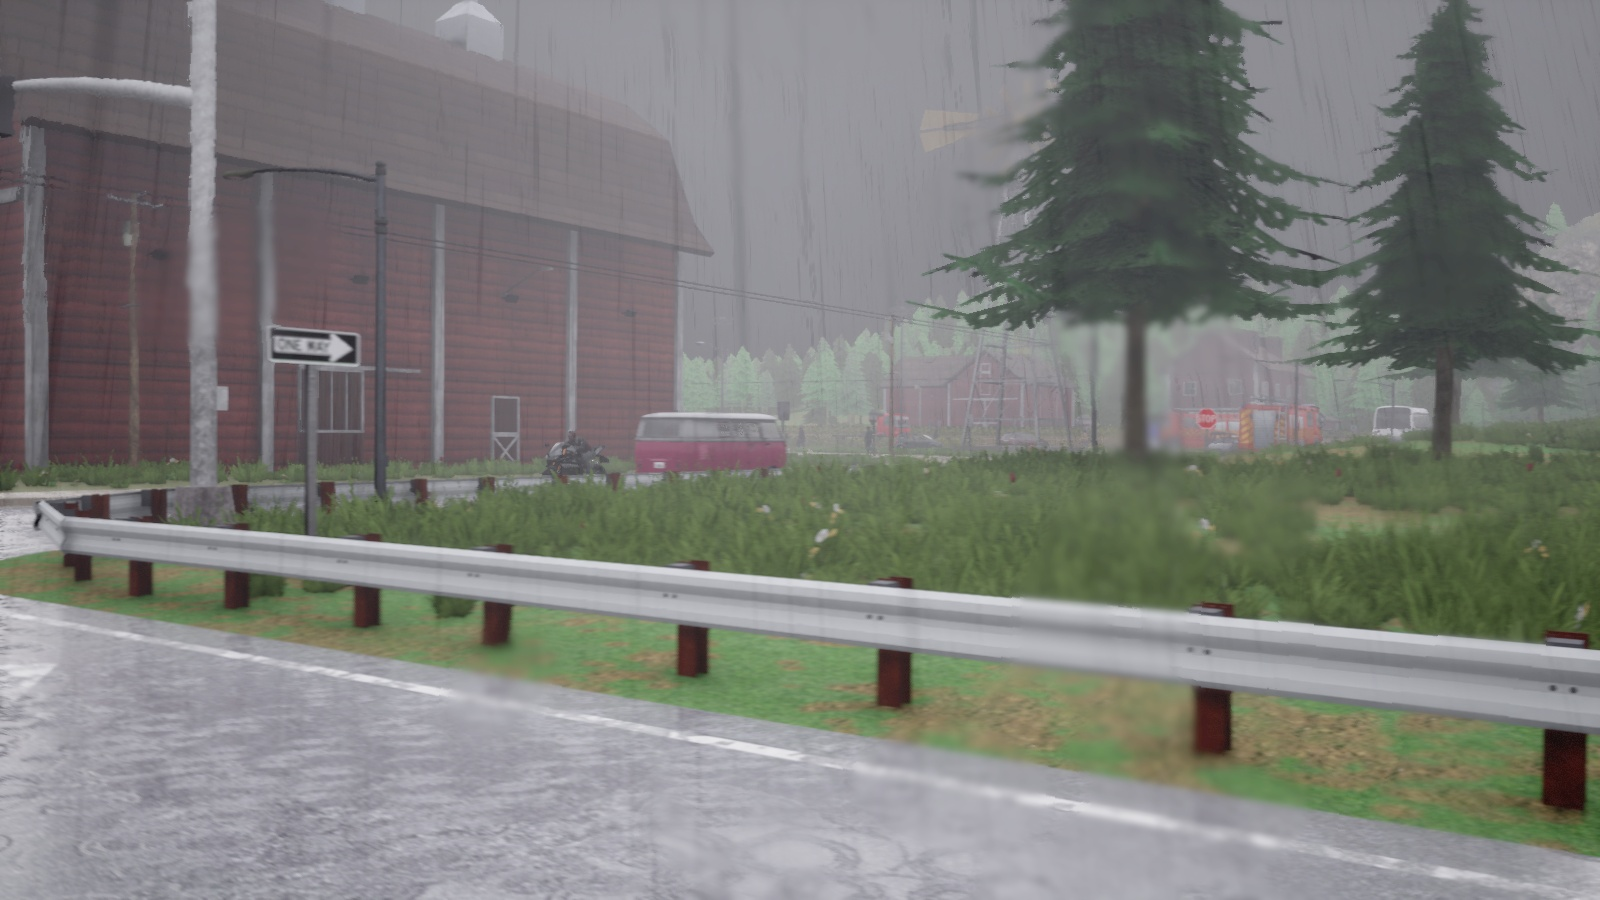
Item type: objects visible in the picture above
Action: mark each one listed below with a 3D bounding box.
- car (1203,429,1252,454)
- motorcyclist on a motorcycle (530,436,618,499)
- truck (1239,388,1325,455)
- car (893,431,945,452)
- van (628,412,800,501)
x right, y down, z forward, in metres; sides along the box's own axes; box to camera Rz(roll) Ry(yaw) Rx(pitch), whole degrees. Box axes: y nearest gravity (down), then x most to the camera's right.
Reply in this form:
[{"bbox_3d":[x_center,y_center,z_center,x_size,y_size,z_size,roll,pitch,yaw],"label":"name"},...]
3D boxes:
[{"bbox_3d":[26.661,-0.539,78.300,1.816,1.474,4.193,0,1,35],"label":"car"},{"bbox_3d":[-5.653,0.414,31.508,0.866,1.530,2.191,0,1,35],"label":"motorcyclist on a motorcycle"},{"bbox_3d":[29.194,-1.706,75.808,2.891,3.827,8.468,0,1,35],"label":"truck"},{"bbox_3d":[9.205,-0.673,97.045,3.705,1.549,1.789,0,1,15],"label":"car"},{"bbox_3d":[-2.010,0.111,30.623,1.775,1.987,4.442,0,1,35],"label":"van"}]
